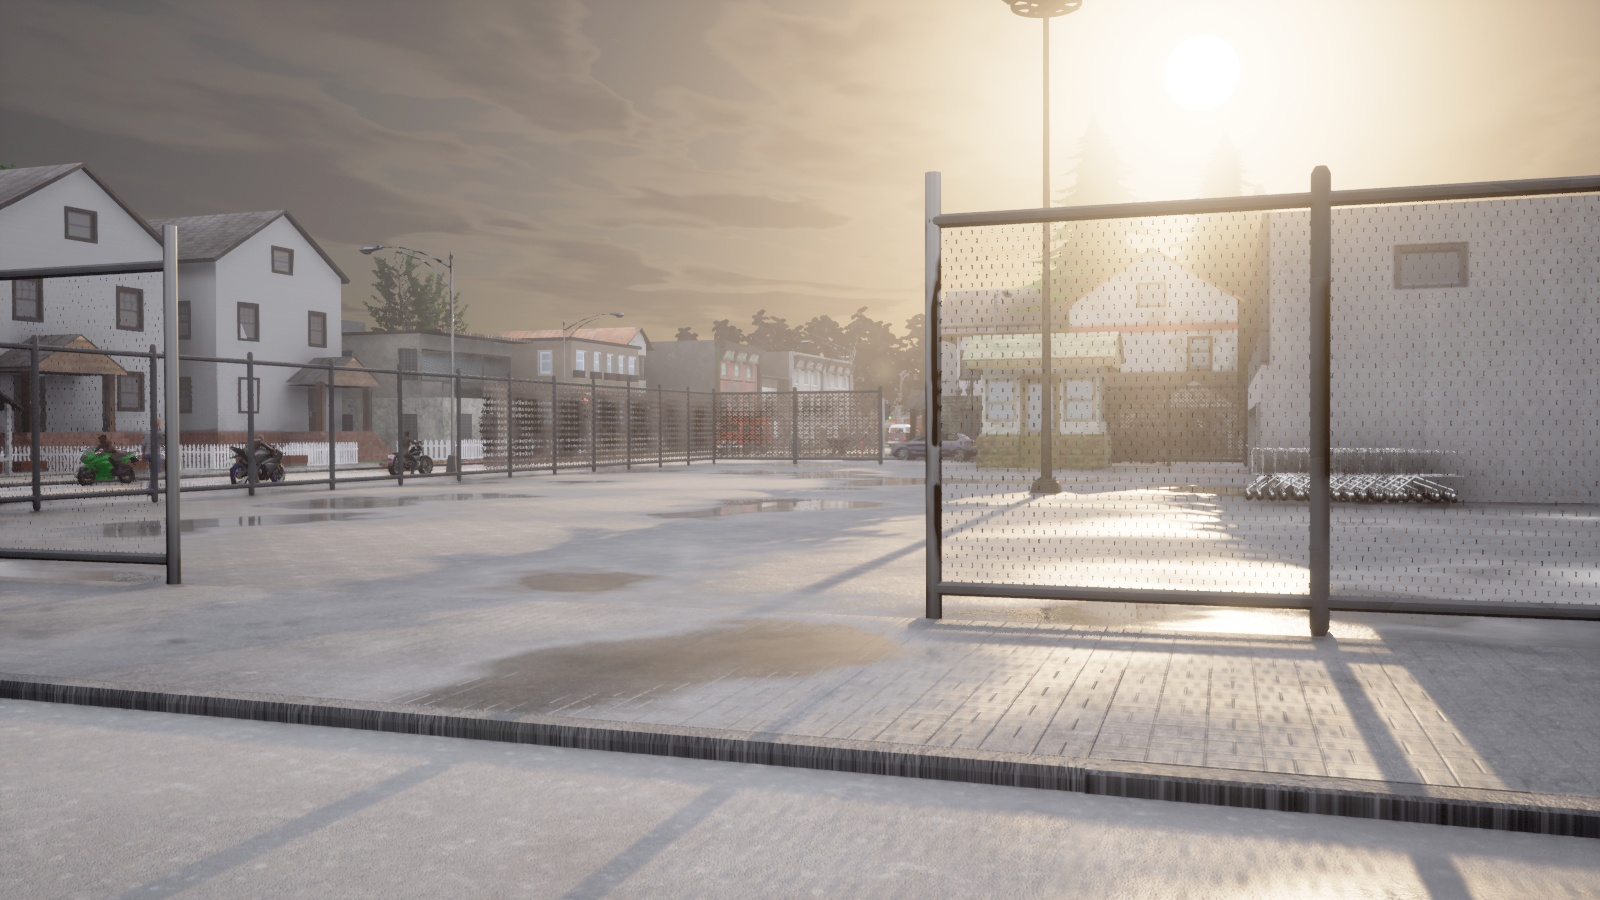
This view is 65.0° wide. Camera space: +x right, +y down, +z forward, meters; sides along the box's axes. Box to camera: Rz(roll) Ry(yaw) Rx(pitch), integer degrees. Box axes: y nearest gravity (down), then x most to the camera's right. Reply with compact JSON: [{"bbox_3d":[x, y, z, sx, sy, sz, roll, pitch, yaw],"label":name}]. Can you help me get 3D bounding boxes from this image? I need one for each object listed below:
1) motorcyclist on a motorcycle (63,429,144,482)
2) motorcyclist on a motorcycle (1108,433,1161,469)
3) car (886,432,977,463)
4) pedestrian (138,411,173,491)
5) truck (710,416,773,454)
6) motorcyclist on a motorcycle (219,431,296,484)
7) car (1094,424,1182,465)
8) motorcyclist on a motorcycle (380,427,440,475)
[{"bbox_3d":[-20.492,0.138,36.989,0.797,1.523,2.044,1,2,19],"label":"motorcyclist on a motorcycle"},{"bbox_3d":[14.711,0.032,55.281,2.191,1.530,0.866,1,1,19],"label":"motorcyclist on a motorcycle"},{"bbox_3d":[6.534,-0.133,62.287,4.193,1.474,1.816,1,1,19],"label":"car"},{"bbox_3d":[-14.989,0.012,29.202,0.354,1.836,0.706,0,1,12],"label":"pedestrian"},{"bbox_3d":[-3.927,-1.049,85.792,2.627,2.467,5.204,1,1,18],"label":"truck"},{"bbox_3d":[-16.126,0.202,37.396,0.866,1.530,2.191,1,1,19],"label":"motorcyclist on a motorcycle"},{"bbox_3d":[15.904,-0.264,59.098,3.866,1.878,1.905,1,1,19],"label":"car"},{"bbox_3d":[-13.768,0.014,44.441,0.766,1.649,2.350,1,1,20],"label":"motorcyclist on a motorcycle"}]
